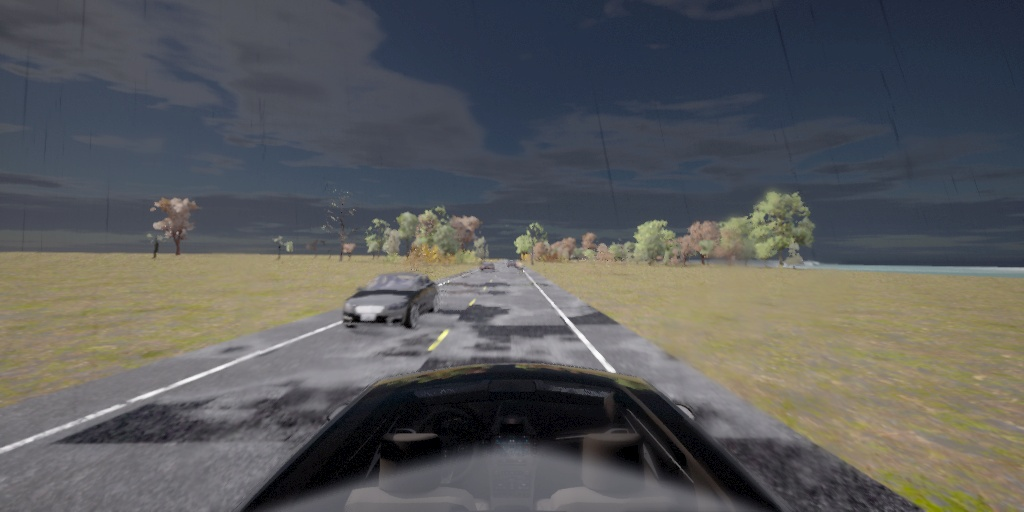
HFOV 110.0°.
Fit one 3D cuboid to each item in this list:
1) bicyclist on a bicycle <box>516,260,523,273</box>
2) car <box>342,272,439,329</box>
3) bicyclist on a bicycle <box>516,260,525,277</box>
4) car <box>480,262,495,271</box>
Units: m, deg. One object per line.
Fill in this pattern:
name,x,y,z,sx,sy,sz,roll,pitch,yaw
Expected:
bicyclist on a bicycle,0.933,1.357,46.233,0.866,1.612,1.509,0,0,0
car,-3.602,1.280,11.452,2.128,1.511,4.902,0,0,0
bicyclist on a bicycle,0.954,1.324,37.290,0.866,1.612,1.509,0,0,0
car,-3.569,1.508,52.726,1.994,1.385,4.181,0,0,0
